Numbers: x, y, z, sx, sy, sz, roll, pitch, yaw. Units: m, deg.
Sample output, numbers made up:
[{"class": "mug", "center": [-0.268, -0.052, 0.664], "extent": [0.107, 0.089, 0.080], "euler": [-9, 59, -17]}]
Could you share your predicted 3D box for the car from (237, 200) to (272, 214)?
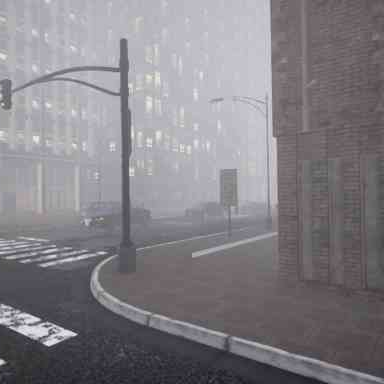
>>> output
[{"class": "car", "center": [7.273, 1.707, 37.494], "extent": [1.895, 1.301, 4.718], "euler": [-1, -1, 36]}]

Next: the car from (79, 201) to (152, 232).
[{"class": "car", "center": [-4.609, 1.558, 20.959], "extent": [2.128, 1.511, 4.902], "euler": [-1, -1, 34]}]

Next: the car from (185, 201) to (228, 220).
[{"class": "car", "center": [1.319, 1.563, 29.206], "extent": [1.882, 1.535, 5.008], "euler": [-1, -1, 36]}]

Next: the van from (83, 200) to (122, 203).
[{"class": "van", "center": [-5.985, 1.460, 23.474], "extent": [1.690, 1.788, 3.998], "euler": [-2, -1, 36]}]
